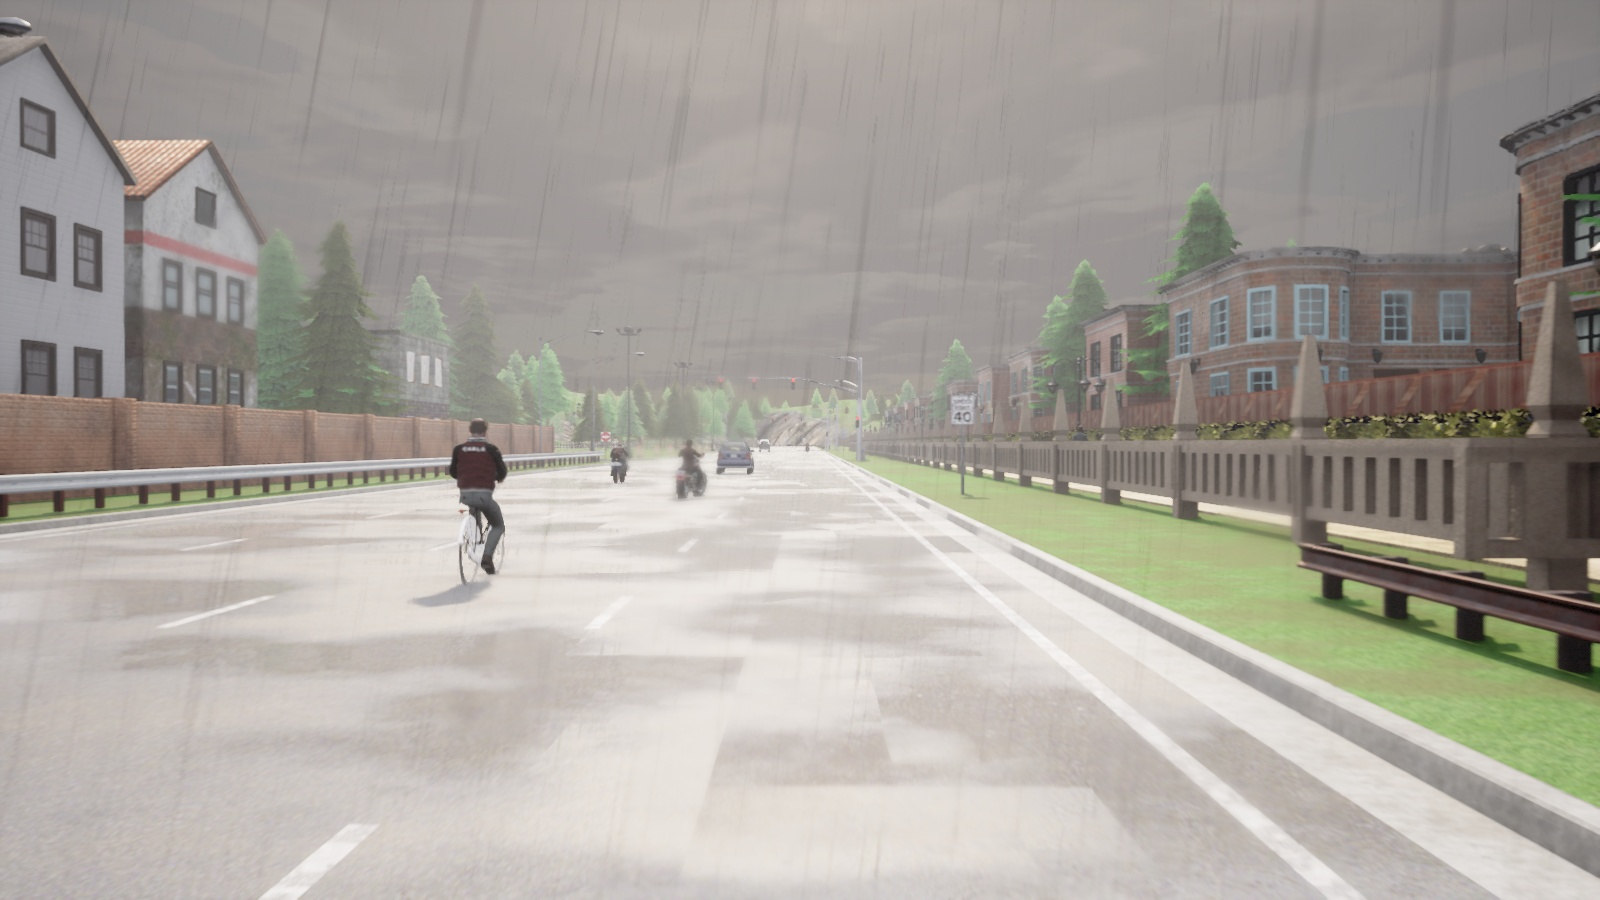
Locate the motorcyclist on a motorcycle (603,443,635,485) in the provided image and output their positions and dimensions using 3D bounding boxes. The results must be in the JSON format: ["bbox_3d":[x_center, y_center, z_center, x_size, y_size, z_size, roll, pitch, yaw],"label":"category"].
[{"bbox_3d":[-6.719,0.512,46.821,0.866,1.530,2.191,0,0,0],"label":"motorcyclist on a motorcycle"}]

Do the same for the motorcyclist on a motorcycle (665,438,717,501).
[{"bbox_3d":[-2.952,0.501,34.227,0.766,1.649,2.350,1,0,11],"label":"motorcyclist on a motorcycle"}]

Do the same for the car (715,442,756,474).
[{"bbox_3d":[-3.134,0.375,61.575,1.789,1.549,3.705,0,0,0],"label":"car"}]

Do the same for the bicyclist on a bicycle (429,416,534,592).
[{"bbox_3d":[-3.407,0.537,13.600,0.659,1.776,1.843,0,1,0],"label":"bicyclist on a bicycle"}]
